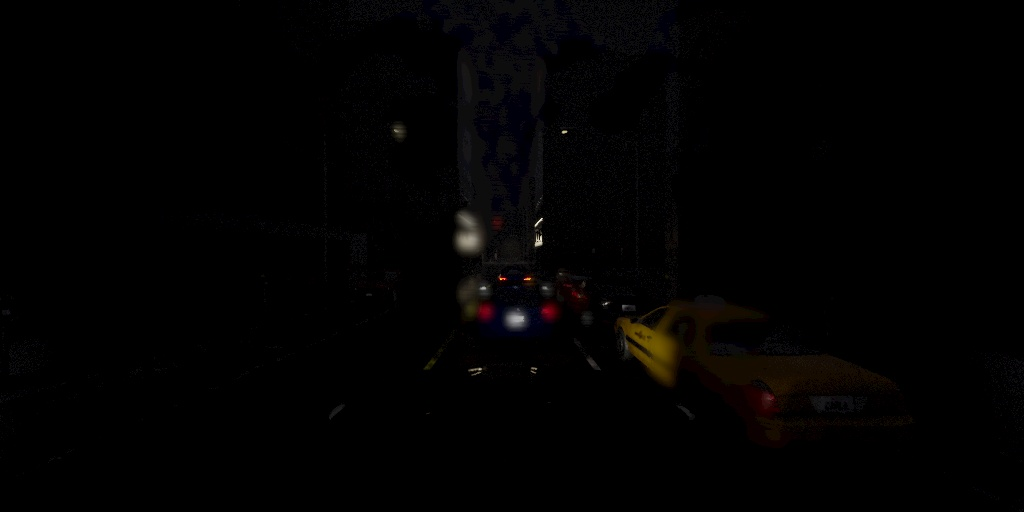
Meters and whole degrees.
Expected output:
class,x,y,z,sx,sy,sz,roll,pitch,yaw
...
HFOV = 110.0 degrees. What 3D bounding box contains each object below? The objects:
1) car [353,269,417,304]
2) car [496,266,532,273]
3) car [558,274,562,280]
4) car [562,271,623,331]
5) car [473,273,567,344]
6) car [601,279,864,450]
class,x,y,z,sx,sy,sz,roll,pitch,yaw
car,-5.663,1.290,16.466,1.888,1.381,4.507,0,0,0
car,0.111,1.270,19.578,1.812,1.442,4.674,0,0,-2
car,2.882,1.327,16.464,1.802,1.307,4.207,0,0,0
car,2.879,1.313,10.878,1.948,1.339,4.313,0,0,0
car,0.104,1.312,9.563,1.994,1.385,4.181,0,0,0
car,2.876,1.274,5.462,1.751,1.417,4.829,0,0,0
